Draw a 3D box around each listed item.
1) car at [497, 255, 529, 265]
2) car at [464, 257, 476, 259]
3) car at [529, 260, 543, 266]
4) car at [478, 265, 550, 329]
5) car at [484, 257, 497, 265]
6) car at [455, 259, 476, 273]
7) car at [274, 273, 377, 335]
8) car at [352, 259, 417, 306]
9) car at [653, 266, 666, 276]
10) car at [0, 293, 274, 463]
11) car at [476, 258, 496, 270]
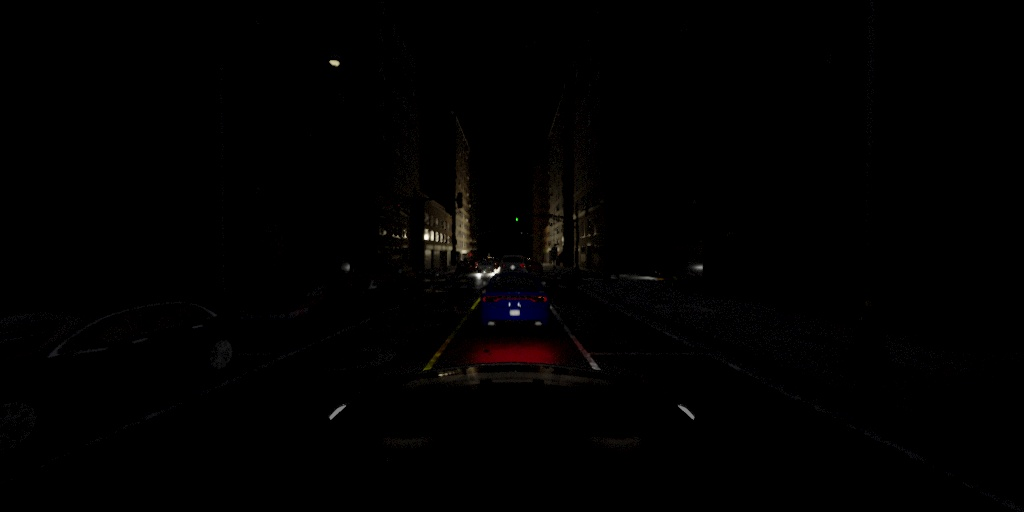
[{"bbox_3d":[0.065,0.941,31.713,2.150,2.045,5.566,0,0,0],"label":"car"},{"bbox_3d":[-5.701,1.081,48.496,2.192,1.841,5.009,0,0,0],"label":"car"},{"bbox_3d":[2.828,1.343,42.965,1.802,1.307,4.207,0,0,0],"label":"car"},{"bbox_3d":[0.075,1.225,11.249,1.882,1.535,5.008,0,0,0],"label":"car"},{"bbox_3d":[-3.120,1.124,53.166,2.097,1.767,4.553,0,0,0],"label":"car"},{"bbox_3d":[-5.697,1.343,42.931,1.802,1.307,4.207,0,0,0],"label":"car"},{"bbox_3d":[-5.674,1.330,10.349,1.802,1.307,4.207,0,0,0],"label":"car"},{"bbox_3d":[-5.678,1.062,15.932,2.192,1.841,5.009,0,0,0],"label":"car"},{"bbox_3d":[14.661,1.194,31.535,4.181,1.385,1.994,0,1,0],"label":"car"},{"bbox_3d":[-5.670,1.299,4.766,2.007,1.370,4.403,0,0,0],"label":"car"},{"bbox_3d":[-3.130,1.287,43.471,1.812,1.442,4.674,0,0,-3],"label":"car"}]
